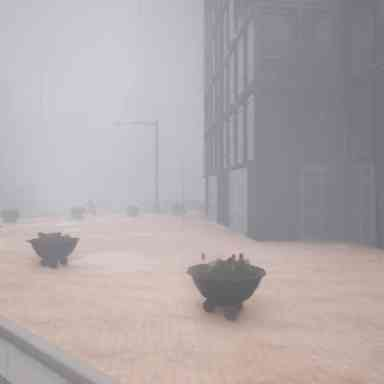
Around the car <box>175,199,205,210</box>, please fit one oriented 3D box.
[{"bbox_3d":[0.222,1.935,52.110,2.128,1.511,4.902,0,-1,39],"label":"car"}]

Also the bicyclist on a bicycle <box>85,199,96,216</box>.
[{"bbox_3d":[-9.380,1.433,30.710,1.656,1.620,0.582,0,-1,39],"label":"bicyclist on a bicycle"}]

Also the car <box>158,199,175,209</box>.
[{"bbox_3d":[-2.638,1.917,54.142,1.882,1.535,5.008,0,-1,39],"label":"car"}]

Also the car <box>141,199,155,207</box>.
[{"bbox_3d":[-7.120,2.020,59.873,1.994,1.385,4.181,0,-1,39],"label":"car"}]

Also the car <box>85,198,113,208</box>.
[{"bbox_3d":[-15.420,1.829,55.142,1.837,1.490,4.892,0,-1,39],"label":"car"}]
